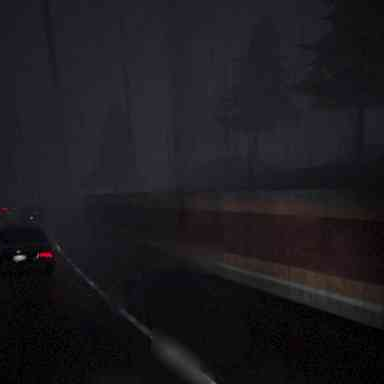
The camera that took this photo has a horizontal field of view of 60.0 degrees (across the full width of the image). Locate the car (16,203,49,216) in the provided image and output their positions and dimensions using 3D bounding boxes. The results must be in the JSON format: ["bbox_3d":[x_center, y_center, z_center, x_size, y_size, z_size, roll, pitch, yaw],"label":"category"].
[{"bbox_3d":[-14.073,1.923,29.746,1.837,1.490,4.892,-1,0,-20],"label":"car"}]

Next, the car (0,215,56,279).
[{"bbox_3d":[-5.435,1.700,10.364,2.033,1.411,5.357,0,-1,-29],"label":"car"}]

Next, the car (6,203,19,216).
[{"bbox_3d":[-20.356,2.055,38.264,2.128,1.511,4.902,0,0,-16],"label":"car"}]

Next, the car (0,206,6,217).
[{"bbox_3d":[-16.658,1.897,26.648,1.882,1.535,5.008,0,-1,-21],"label":"car"}]
